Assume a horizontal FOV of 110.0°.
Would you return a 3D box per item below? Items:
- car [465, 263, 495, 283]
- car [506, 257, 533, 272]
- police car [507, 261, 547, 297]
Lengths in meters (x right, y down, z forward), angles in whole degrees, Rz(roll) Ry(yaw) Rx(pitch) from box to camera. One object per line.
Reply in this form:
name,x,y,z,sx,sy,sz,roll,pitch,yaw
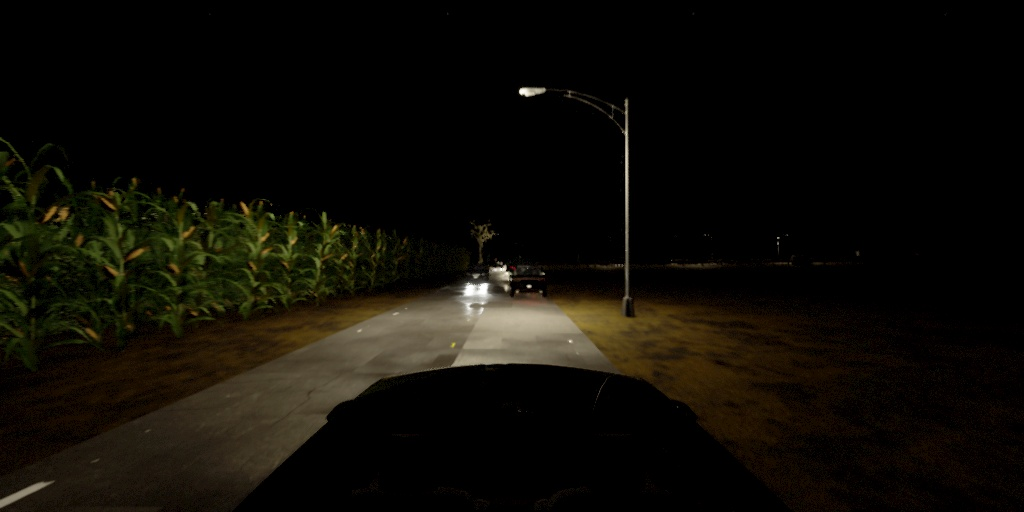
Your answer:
car,-2.831,1.416,30.527,2.128,1.511,4.902,0,0,0
car,0.838,1.144,29.921,2.150,2.045,5.566,0,0,0
police car,0.833,1.274,19.998,1.930,1.638,5.238,0,0,0
